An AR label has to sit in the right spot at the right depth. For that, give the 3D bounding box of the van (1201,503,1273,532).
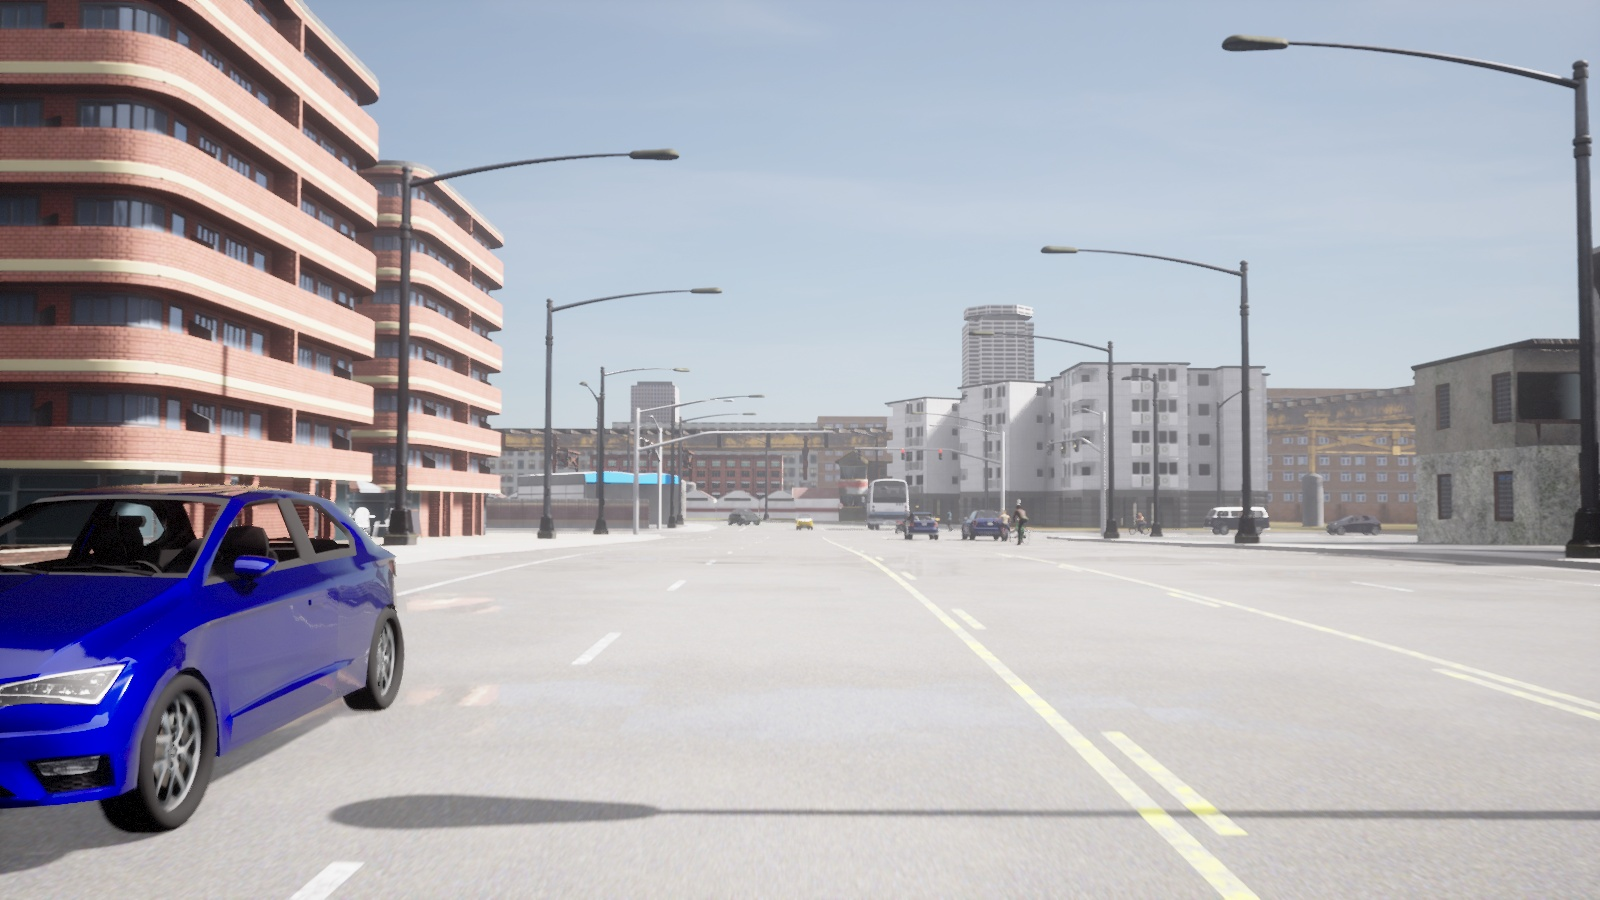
[{"bbox_3d":[31.772,4.905,91.439,4.480,2.038,2.069,0,-3,-1],"label":"van"}]

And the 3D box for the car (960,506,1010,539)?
[{"bbox_3d":[10.341,4.069,70.436,2.097,1.767,4.553,0,-3,0],"label":"car"}]

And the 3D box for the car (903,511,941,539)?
[{"bbox_3d":[6.840,4.220,70.771,1.789,1.549,3.705,0,-3,0],"label":"car"}]

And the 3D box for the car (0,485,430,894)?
[{"bbox_3d":[-3.516,0.953,6.773,1.816,1.474,4.193,0,-1,0],"label":"car"}]
